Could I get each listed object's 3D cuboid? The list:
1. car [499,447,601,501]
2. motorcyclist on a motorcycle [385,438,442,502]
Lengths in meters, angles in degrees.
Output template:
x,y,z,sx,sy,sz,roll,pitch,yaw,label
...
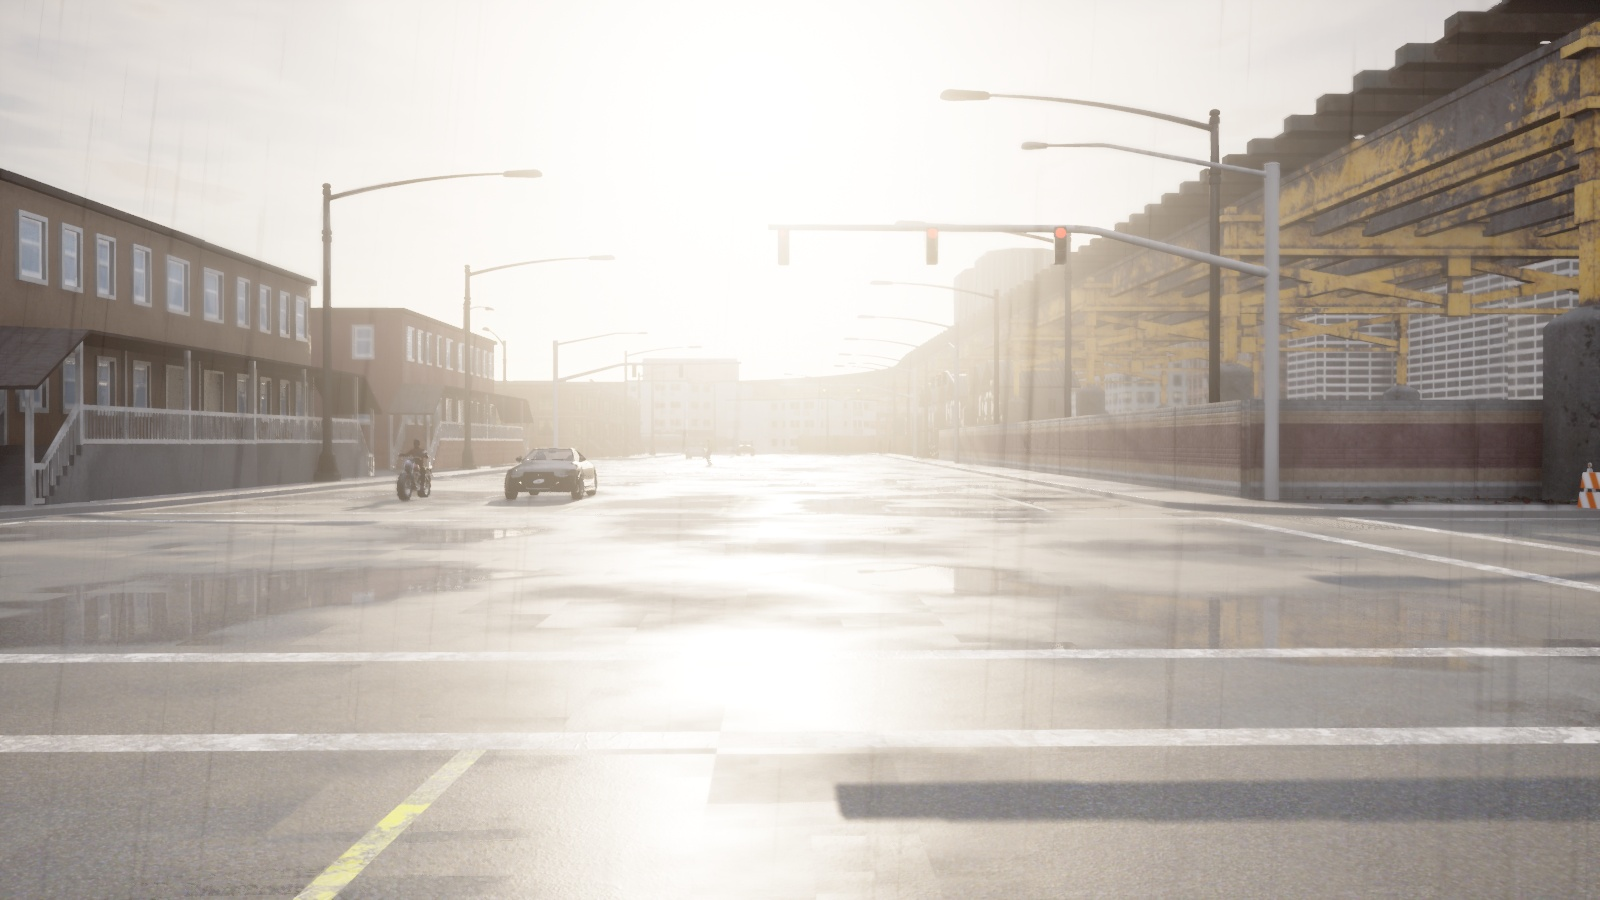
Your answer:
x,y,z,sx,sy,sz,roll,pitch,yaw,label
-6.793,0.610,34.588,1.994,1.385,4.181,0,0,0,car
-10.294,0.499,33.524,0.766,1.649,2.350,0,0,0,motorcyclist on a motorcycle
